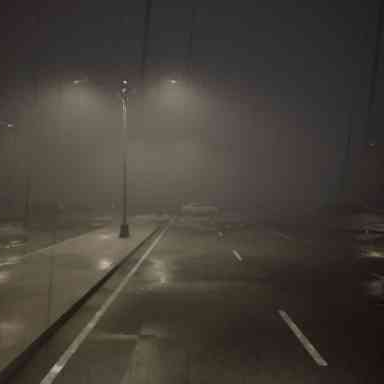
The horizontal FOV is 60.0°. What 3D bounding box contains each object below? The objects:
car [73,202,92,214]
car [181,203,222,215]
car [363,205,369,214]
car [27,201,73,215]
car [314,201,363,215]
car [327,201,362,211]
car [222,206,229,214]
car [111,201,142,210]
[{"bbox_3d":[-15.692,2.080,43.887,4.902,1.511,2.128,0,-1,0],"label":"car"},{"bbox_3d":[0.978,2.065,40.378,4.674,1.442,1.812,0,-1,0],"label":"car"},{"bbox_3d":[20.784,1.934,43.840,4.553,1.767,2.097,0,-1,0],"label":"car"},{"bbox_3d":[-17.433,1.894,40.393,4.553,1.767,2.097,0,-1,0],"label":"car"},{"bbox_3d":[17.427,2.013,40.341,5.008,1.535,1.882,0,-1,0],"label":"car"},{"bbox_3d":[25.005,2.228,54.749,4.892,1.490,1.837,-1,-1,-2],"label":"car"},{"bbox_3d":[2.752,2.149,43.860,4.181,1.385,1.994,0,-1,0],"label":"car"},{"bbox_3d":[-10.731,2.235,54.579,4.892,1.490,1.837,0,-1,0],"label":"car"}]
